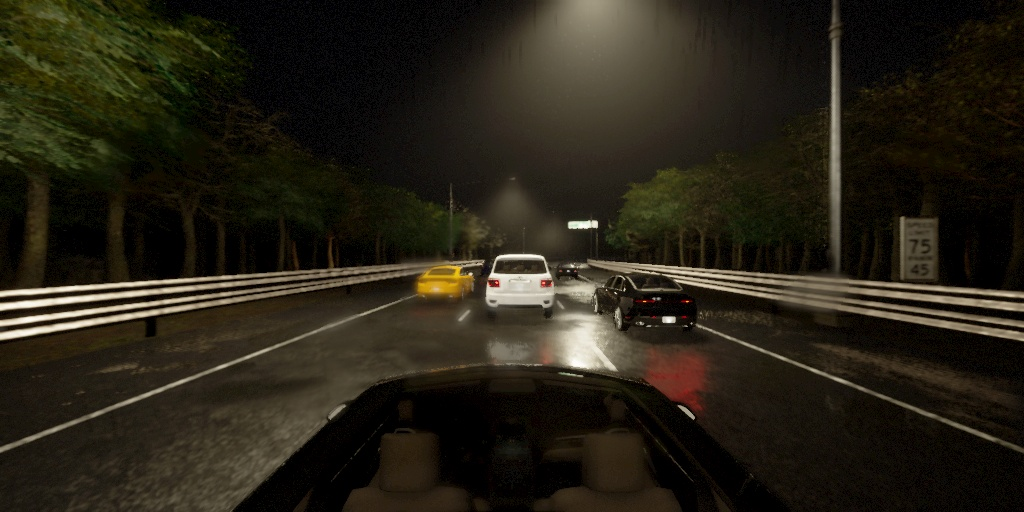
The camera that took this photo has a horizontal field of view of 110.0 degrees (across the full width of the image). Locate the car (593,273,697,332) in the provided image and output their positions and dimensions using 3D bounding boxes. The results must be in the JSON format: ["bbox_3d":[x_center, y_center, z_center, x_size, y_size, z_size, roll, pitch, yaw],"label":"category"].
[{"bbox_3d":[3.764,1.259,10.887,1.837,1.490,4.892,0,0,1],"label":"car"}]

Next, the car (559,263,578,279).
[{"bbox_3d":[4.871,1.305,32.306,2.033,1.411,5.357,0,0,5],"label":"car"}]

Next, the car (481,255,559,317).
[{"bbox_3d":[0.320,0.973,13.271,2.150,2.045,5.566,0,0,2],"label":"car"}]

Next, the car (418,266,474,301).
[{"bbox_3d":[-3.027,1.226,17.273,1.882,1.535,5.008,0,0,2],"label":"car"}]

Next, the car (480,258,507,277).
[{"bbox_3d":[-1.803,1.103,36.222,2.097,1.767,4.553,0,0,5],"label":"car"}]
